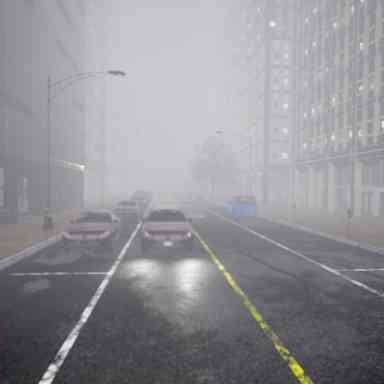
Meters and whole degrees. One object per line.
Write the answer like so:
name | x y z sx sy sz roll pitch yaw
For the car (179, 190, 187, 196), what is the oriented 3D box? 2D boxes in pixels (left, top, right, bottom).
car | -2.495 0.273 93.075 1.947 1.339 4.313 0 1 -5

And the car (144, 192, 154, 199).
car | -8.287 0.640 63.956 1.802 1.307 4.206 0 1 -5

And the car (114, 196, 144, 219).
car | -4.710 1.217 24.241 1.802 1.307 4.206 0 1 -5

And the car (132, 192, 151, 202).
car | -5.731 1.039 35.588 1.947 1.339 4.313 0 1 -5

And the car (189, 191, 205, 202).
car | 1.082 0.859 53.360 2.008 1.369 4.403 0 1 -5

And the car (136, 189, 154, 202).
car | -6.240 0.706 41.257 2.192 1.841 5.009 0 1 -5

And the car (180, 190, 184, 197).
car | -0.963 0.520 76.055 2.008 1.369 4.403 0 1 -5

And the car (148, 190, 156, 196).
car | -10.330 0.279 86.649 1.947 1.339 4.313 0 1 -5

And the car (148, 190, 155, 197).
car | -9.804 0.329 80.806 1.752 1.417 4.829 0 1 -5

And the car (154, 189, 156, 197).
car | -7.262 0.541 52.604 2.192 1.841 5.009 0 1 -5

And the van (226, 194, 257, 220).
van | 3.638 1.058 24.991 1.690 1.788 3.998 0 1 -5

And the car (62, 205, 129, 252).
car | -3.687 1.375 12.894 1.802 1.307 4.206 0 1 -5

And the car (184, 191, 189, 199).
car | 0.059 0.691 64.707 2.008 1.369 4.403 0 1 -5

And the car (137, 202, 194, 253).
car | -0.996 1.348 13.049 1.812 1.442 4.674 1 1 -5

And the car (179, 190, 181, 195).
car | -1.474 0.465 81.729 1.802 1.307 4.206 0 1 -5
